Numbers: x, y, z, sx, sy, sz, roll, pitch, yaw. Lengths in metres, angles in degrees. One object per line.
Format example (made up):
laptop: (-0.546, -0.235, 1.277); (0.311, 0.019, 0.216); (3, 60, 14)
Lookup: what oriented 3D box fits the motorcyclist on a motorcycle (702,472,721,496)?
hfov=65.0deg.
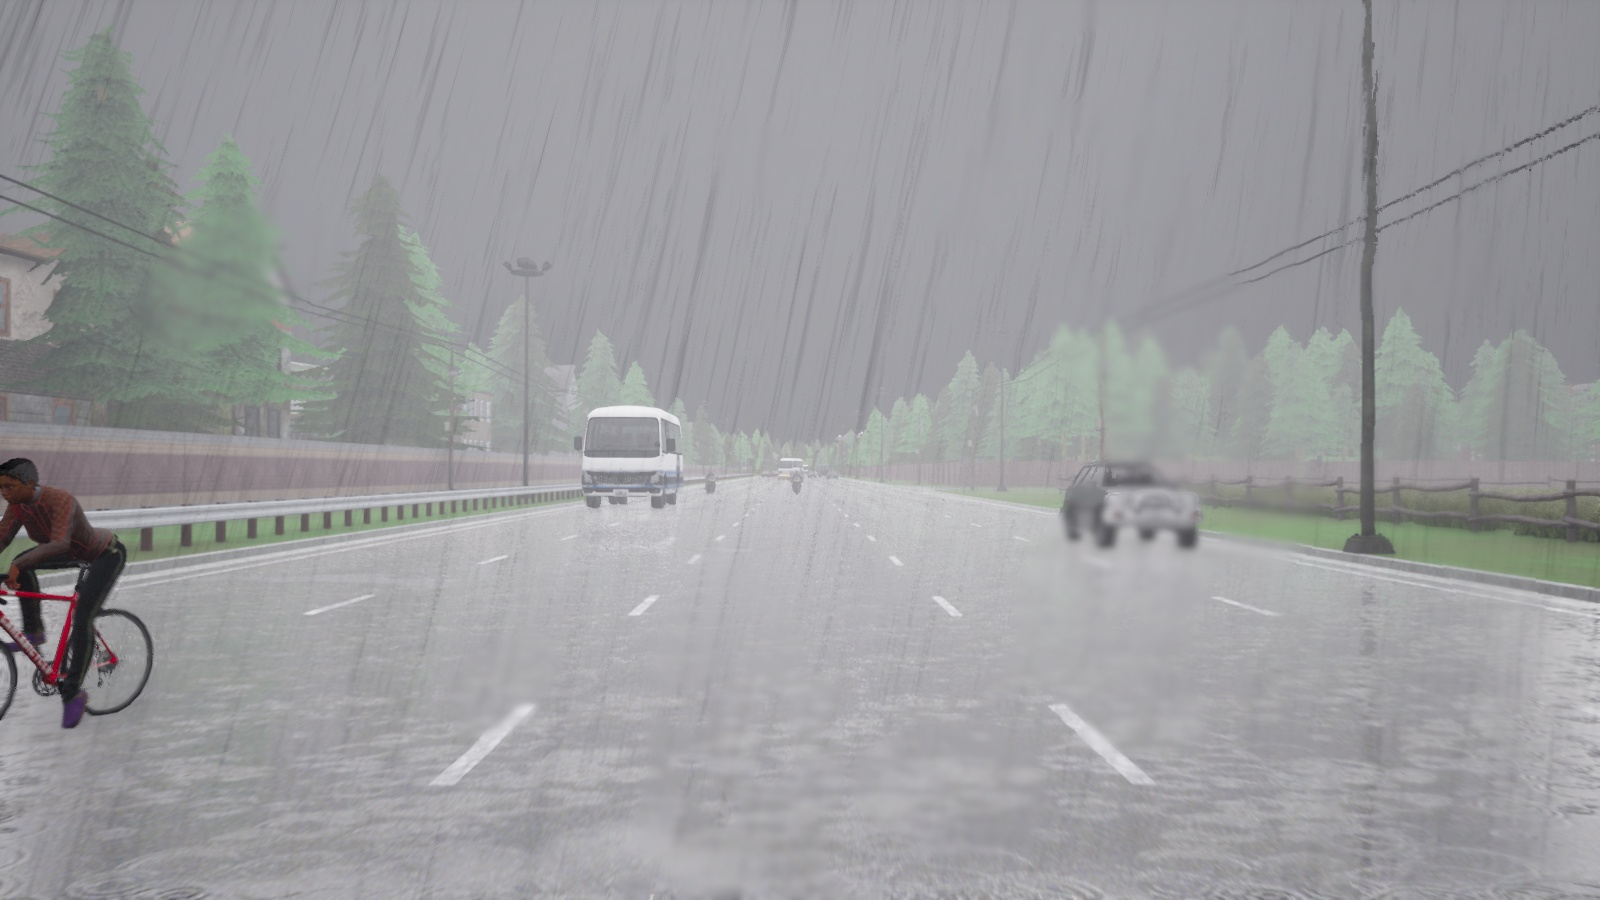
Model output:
motorcyclist on a motorcycle: (-5.960, 2.270, 84.021); (0.866, 1.530, 2.191); (0, -1, -15)

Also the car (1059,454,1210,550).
car: (6.935, 1.045, 26.545); (1.932, 1.855, 4.605); (0, -1, 0)

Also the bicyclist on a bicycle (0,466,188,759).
bicyclist on a bicycle: (-4.550, 0.911, 7.517); (0.582, 1.620, 1.656); (-1, -1, 20)

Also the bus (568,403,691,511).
bus: (-7.137, 0.372, 54.442); (3.944, 4.253, 10.273); (0, -1, 0)
